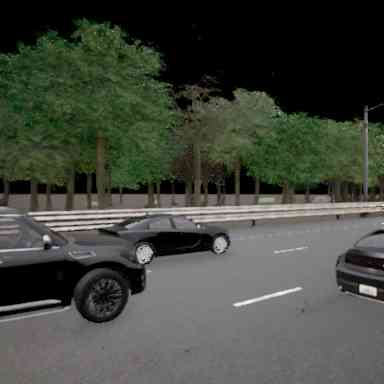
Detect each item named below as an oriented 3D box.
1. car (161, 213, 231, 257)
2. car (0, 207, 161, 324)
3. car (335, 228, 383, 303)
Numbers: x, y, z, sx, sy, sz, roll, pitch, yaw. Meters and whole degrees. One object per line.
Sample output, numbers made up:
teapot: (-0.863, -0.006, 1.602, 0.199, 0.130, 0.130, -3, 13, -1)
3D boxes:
car: (-0.838, 1.497, 11.743, 5.008, 1.535, 1.882, 0, 0, -35)
car: (-3.532, 1.222, 5.525, 5.566, 2.045, 2.150, 0, 0, -35)
car: (5.153, 1.533, 7.416, 4.892, 1.490, 1.837, 0, 0, -35)
